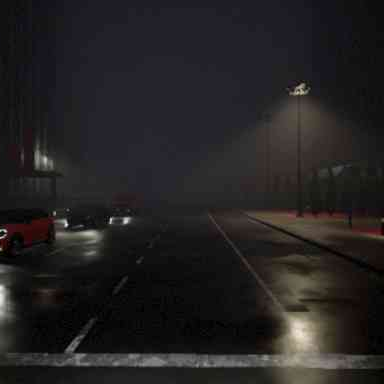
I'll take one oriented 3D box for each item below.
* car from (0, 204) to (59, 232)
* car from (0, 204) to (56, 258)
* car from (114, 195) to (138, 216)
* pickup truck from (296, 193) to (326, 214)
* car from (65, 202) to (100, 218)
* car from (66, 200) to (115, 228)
[{"bbox_3d":[-10.591,1.587,21.769,1.837,1.490,4.892,0,0,0],"label":"car"},{"bbox_3d":[-7.095,1.401,12.925,2.097,1.767,4.553,0,0,0],"label":"car"},{"bbox_3d":[-7.061,1.350,34.623,2.150,2.045,5.566,0,0,0],"label":"car"},{"bbox_3d":[13.130,1.193,35.934,2.390,2.098,6.274,0,0,31],"label":"pickup truck"},{"bbox_3d":[-10.568,1.722,32.443,1.895,1.301,4.718,0,0,0],"label":"car"},{"bbox_3d":[-7.090,1.565,23.274,1.882,1.535,5.008,0,0,0],"label":"car"}]
